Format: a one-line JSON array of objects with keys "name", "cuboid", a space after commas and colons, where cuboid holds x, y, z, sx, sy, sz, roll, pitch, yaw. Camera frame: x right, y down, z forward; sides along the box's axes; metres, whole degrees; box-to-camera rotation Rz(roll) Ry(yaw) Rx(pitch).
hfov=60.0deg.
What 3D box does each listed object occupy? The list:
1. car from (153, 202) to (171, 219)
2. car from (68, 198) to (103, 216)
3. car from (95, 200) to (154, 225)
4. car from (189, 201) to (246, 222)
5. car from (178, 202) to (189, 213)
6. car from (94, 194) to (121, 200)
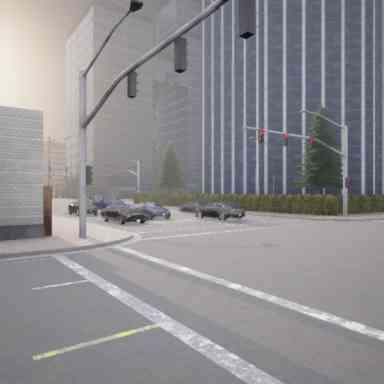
[{"name": "car", "cuboid": [-3.667, 1.581, 29.075, 1.812, 1.442, 4.674, 0, 0, -36]}, {"name": "car", "cuboid": [-10.932, 1.560, 33.171, 1.837, 1.490, 4.892, 0, 0, -36]}, {"name": "car", "cuboid": [-5.262, 1.603, 25.262, 2.033, 1.411, 5.357, 0, 0, -36]}, {"name": "car", "cuboid": [2.219, 1.547, 27.189, 2.128, 1.511, 4.902, 0, 0, -36]}, {"name": "car", "cuboid": [0.275, 1.619, 35.891, 1.994, 1.385, 4.181, 0, 0, -36]}, {"name": "car", "cuboid": [-9.329, 1.277, 36.947, 2.150, 2.045, 5.566, 0, 0, -36]}]
